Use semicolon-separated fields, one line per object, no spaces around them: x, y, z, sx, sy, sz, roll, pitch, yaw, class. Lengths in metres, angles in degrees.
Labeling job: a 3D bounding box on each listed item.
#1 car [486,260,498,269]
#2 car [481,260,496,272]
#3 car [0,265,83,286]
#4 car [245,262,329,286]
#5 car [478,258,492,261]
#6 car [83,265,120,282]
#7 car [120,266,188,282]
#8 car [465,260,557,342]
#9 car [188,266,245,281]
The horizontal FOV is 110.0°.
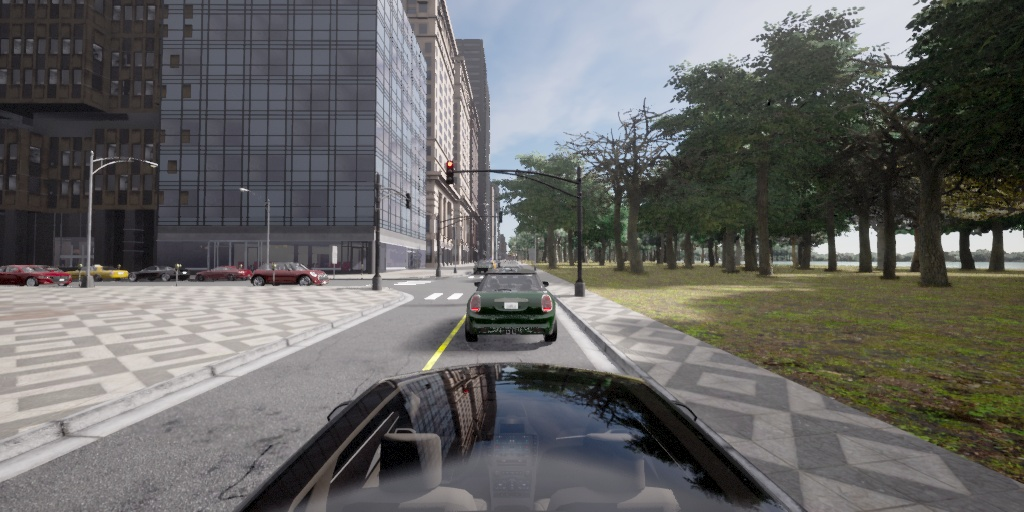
-3.246;1.426;59.428;1.812;1.442;4.674;0;0;0;car
-3.235;1.341;50.263;1.882;1.535;5.008;0;0;0;car
-30.030;1.234;22.103;4.507;1.381;1.888;0;0;0;car
-13.599;1.119;22.174;4.097;1.591;1.967;0;0;-1;car
-3.218;1.180;41.241;2.097;1.767;4.553;0;0;0;car
-35.719;1.443;30.601;4.829;1.417;1.751;0;0;0;car
-30.061;1.480;30.626;4.313;1.339;1.948;0;0;0;car
-0.010;1.108;9.968;2.097;1.767;4.553;0;0;0;car
-24.575;1.493;30.649;4.207;1.307;1.802;0;0;0;car
